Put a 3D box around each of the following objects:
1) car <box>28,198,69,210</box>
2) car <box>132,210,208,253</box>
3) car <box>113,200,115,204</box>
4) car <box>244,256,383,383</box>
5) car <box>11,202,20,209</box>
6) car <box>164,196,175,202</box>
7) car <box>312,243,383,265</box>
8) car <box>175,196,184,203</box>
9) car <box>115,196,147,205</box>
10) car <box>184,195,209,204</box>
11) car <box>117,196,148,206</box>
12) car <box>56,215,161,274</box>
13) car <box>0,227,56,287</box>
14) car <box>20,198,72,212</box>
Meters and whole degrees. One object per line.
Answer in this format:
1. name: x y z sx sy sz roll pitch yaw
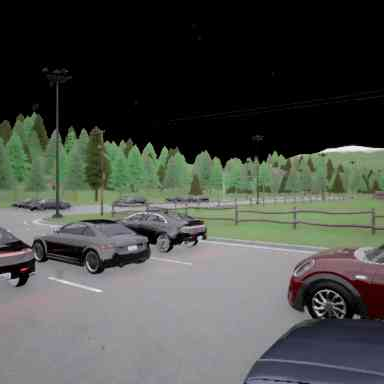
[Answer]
1. car: -18.641 1.526 43.484 1.812 1.442 4.674 0 0 36
2. car: -1.663 1.491 13.777 4.902 1.511 2.128 0 0 36
3. car: -11.826 1.503 58.704 1.837 1.490 4.892 0 0 37
4. car: 2.937 1.547 1.865 5.357 1.411 2.033 0 0 36
5. car: -21.614 1.547 45.348 2.033 1.411 5.357 0 0 35
6. car: -3.559 1.540 69.755 2.033 1.411 5.357 0 0 36
7. car: 3.967 1.352 5.436 4.553 1.767 2.097 0 0 36
8. car: -0.660 1.352 67.818 2.097 1.767 4.553 0 0 37
9. car: -8.885 1.352 50.921 2.097 1.767 4.553 0 0 36
10. car: 1.264 1.477 64.595 1.882 1.535 5.008 0 0 37
11. car: -9.880 1.490 55.459 2.128 1.511 4.902 0 0 37
12. car: -3.307 1.564 10.644 4.181 1.385 1.994 0 0 36
13. car: -5.737 1.491 8.085 4.902 1.511 2.128 0 0 36
14. car: -17.059 1.547 39.654 2.033 1.411 5.357 0 0 35
